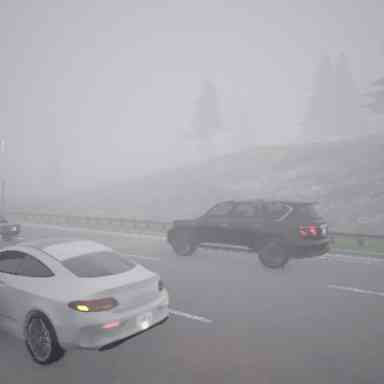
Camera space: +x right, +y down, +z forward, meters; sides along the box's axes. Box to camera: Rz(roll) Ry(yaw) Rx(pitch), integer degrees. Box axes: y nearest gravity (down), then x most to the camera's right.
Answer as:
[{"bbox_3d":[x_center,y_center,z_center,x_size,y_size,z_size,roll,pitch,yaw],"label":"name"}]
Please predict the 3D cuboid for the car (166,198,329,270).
[{"bbox_3d":[1.702,1.237,11.377,5.566,2.045,2.150,0,0,36],"label":"car"}]

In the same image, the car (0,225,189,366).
[{"bbox_3d":[-2.514,1.539,5.790,4.674,1.442,1.812,0,0,35],"label":"car"}]

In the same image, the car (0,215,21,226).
[{"bbox_3d":[-10.008,1.642,15.431,4.718,1.301,1.895,0,0,35],"label":"car"}]
